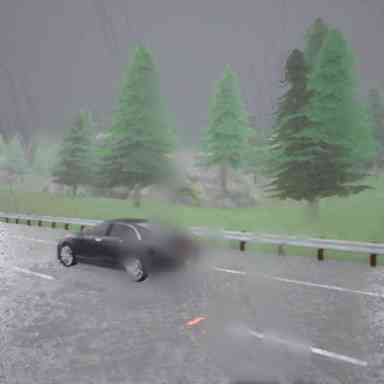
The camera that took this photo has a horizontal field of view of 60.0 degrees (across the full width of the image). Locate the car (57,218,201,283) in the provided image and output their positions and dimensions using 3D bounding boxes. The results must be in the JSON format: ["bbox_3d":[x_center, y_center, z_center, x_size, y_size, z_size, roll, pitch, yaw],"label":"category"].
[{"bbox_3d":[-2.023,1.522,9.791,4.892,1.490,1.837,0,0,36],"label":"car"}]
